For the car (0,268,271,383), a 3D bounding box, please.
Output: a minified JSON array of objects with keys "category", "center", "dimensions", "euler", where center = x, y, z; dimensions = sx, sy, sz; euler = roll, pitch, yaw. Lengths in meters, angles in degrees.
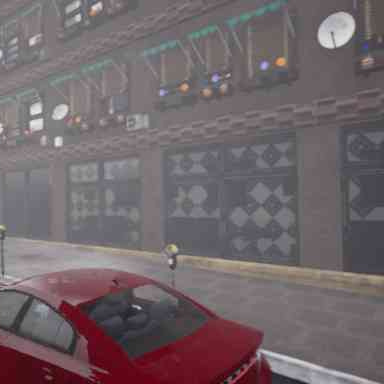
[{"category":"car","center":[-1.393,1.556,3.743],"dimensions":[4.507,1.381,1.887],"euler":[0,-1,36]}]
